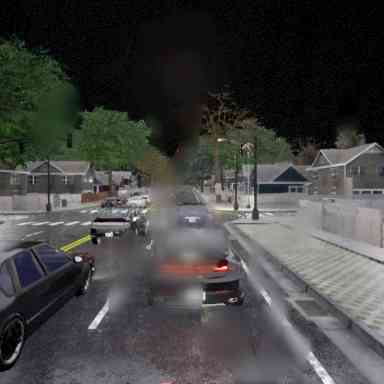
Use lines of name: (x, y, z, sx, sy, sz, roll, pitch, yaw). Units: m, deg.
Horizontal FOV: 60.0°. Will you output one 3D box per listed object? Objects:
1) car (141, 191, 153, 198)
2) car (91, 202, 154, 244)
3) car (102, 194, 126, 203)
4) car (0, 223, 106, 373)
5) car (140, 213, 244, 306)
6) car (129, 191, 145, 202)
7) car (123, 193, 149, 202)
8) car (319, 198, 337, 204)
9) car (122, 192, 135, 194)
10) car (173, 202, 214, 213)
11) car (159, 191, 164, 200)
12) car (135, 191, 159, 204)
car: (-10.186, 0.548, 75.404, 1.994, 1.385, 4.181, 0, 1, 0)
car: (-3.235, 1.439, 15.396, 2.128, 1.511, 4.902, 0, 0, 0)
car: (-10.087, 1.280, 42.109, 1.994, 1.385, 4.181, 0, 1, 0)
car: (-3.171, 1.539, 5.537, 2.033, 1.411, 5.357, 0, 0, 0)
car: (0.063, 1.489, 7.987, 1.837, 1.490, 4.892, 0, 0, 0)
car: (-10.165, 0.800, 61.555, 2.097, 1.767, 4.553, 0, 1, 0)
car: (-6.822, 1.252, 41.030, 1.812, 1.442, 4.674, 0, 1, 0)
car: (12.417, 1.267, 30.852, 4.674, 1.442, 1.812, 0, 1, -3)
car: (-10.129, 0.980, 50.796, 2.097, 1.767, 4.553, 0, 1, 0)
car: (0.073, 1.289, 17.052, 2.097, 1.767, 4.553, 0, 0, 2)
car: (-6.897, 0.631, 69.001, 2.097, 1.767, 4.553, 0, 1, 0)
car: (-6.880, 0.842, 51.046, 2.150, 2.045, 5.566, 0, 1, 0)
